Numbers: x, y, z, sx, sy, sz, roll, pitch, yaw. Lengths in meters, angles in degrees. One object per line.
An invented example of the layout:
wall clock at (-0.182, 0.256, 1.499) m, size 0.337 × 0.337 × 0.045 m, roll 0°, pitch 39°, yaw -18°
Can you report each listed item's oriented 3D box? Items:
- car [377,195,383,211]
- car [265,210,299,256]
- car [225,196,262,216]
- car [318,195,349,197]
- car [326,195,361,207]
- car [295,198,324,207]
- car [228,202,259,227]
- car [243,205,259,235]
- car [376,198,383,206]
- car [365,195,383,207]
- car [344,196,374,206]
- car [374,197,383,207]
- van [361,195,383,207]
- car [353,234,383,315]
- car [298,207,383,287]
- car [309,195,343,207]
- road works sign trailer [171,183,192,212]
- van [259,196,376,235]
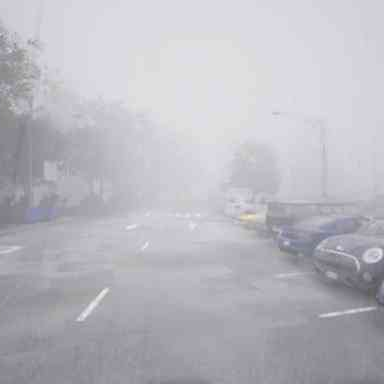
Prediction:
car at (27.223, 1.446, 42.890) m, size 2.435 × 2.045 × 5.566 m, roll 0°, pitch 1°, yaw -21°
car at (5.378, 1.537, 11.603) m, size 5.008 × 1.535 × 2.097 m, roll 1°, pitch -1°, yaw -20°
car at (5.408, 1.357, 26.641) m, size 5.566 × 2.045 × 2.435 m, roll 1°, pitch -1°, yaw -20°
car at (18.383, 1.441, 42.626) m, size 2.435 × 2.045 × 5.566 m, roll 0°, pitch 0°, yaw -21°
car at (27.075, 1.530, 59.800) m, size 2.435 × 2.045 × 5.566 m, roll 1°, pitch -1°, yaw -22°
car at (20.991, 1.808, 59.683) m, size 2.163 × 1.488 × 4.792 m, roll 0°, pitch -1°, yaw -21°
car at (5.216, 1.574, 20.547) m, size 5.366 × 1.575 × 1.946 m, roll 1°, pitch 0°, yaw -20°
car at (5.396, 1.605, 17.605) m, size 4.674 × 1.452 × 2.002 m, roll 1°, pitch 0°, yaw -20°
car at (36.120, 1.787, 60.048) m, size 2.231 × 1.521 × 4.892 m, roll 1°, pitch -1°, yaw -21°
car at (24.264, 1.444, 42.817) m, size 2.435 × 2.045 × 5.566 m, roll 0°, pitch 1°, yaw -21°
car at (30.071, 1.658, 59.926) m, size 2.185 × 1.767 × 4.553 m, roll 1°, pitch -1°, yaw -21°
car at (21.299, 1.723, 42.738) m, size 2.163 × 1.488 × 4.792 m, roll 0°, pitch 1°, yaw -22°
van at (33.051, 1.561, 60.077) m, size 1.878 × 1.987 × 4.442 m, roll 0°, pitch -1°, yaw -21°
car at (5.374, 1.550, 5.591) m, size 4.674 × 1.452 × 2.002 m, roll 1°, pitch 0°, yaw -20°
car at (5.414, 1.398, 8.600) m, size 4.553 × 1.767 × 2.185 m, roll 1°, pitch 0°, yaw -20°
car at (24.014, 1.529, 59.765) m, size 2.435 × 2.045 × 5.566 m, roll 0°, pitch -1°, yaw -21°
road works sign trailer at (-1.015, 0.663, 42.350) m, size 2.880 × 3.560 × 2.380 m, roll 0°, pitch 0°, yaw -41°
van at (5.501, 1.327, 14.649) m, size 4.442 × 1.987 × 1.878 m, roll 1°, pitch -1°, yaw -20°
